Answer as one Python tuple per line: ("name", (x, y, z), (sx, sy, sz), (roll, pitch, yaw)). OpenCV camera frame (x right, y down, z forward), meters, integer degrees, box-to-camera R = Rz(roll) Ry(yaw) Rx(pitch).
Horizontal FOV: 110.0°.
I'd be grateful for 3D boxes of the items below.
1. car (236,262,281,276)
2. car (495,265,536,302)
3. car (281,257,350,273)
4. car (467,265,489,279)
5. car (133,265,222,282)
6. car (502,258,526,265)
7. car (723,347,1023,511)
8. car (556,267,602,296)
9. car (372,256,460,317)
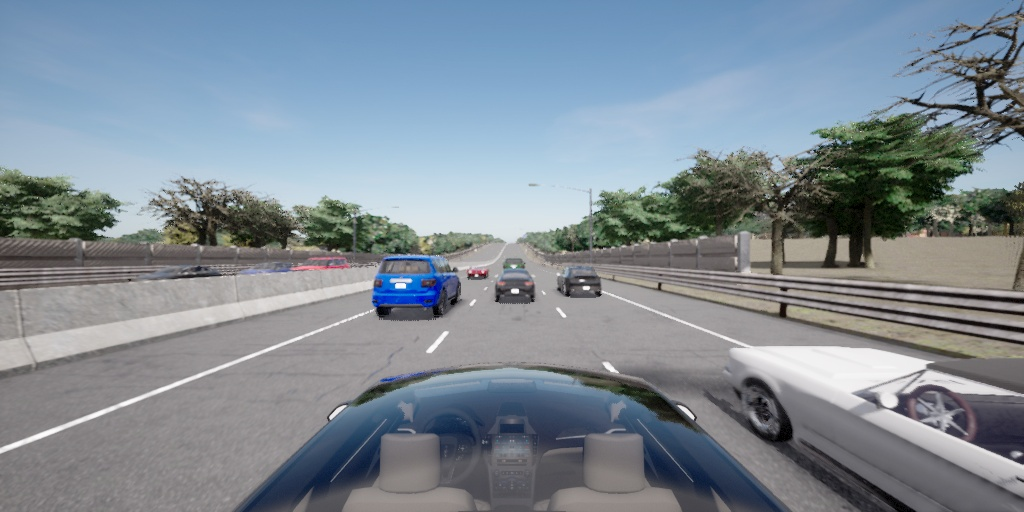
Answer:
("car", (-17.538, 1.222, 25.913), (2.097, 1.767, 4.553), (0, 0, 0))
("car", (0.149, 1.342, 17.475), (1.812, 1.442, 4.674), (0, 0, 0))
("car", (-14.039, 1.097, 26.510), (2.150, 2.045, 5.566), (0, 0, 0))
("car", (-3.318, 1.562, 36.043), (1.895, 1.301, 4.718), (0, -1, 0))
("car", (-21.048, 1.352, 22.815), (1.837, 1.490, 4.892), (0, 0, 0))
("car", (0.182, 1.179, 35.546), (2.150, 2.045, 5.566), (0, -1, 0))
("car", (3.598, 1.353, 2.385), (1.895, 1.301, 4.718), (0, 0, 0))
("car", (3.643, 1.338, 19.950), (1.837, 1.490, 4.892), (0, 0, 0))
("car", (-3.373, 1.016, 13.586), (2.150, 2.045, 5.566), (0, 0, 0))
